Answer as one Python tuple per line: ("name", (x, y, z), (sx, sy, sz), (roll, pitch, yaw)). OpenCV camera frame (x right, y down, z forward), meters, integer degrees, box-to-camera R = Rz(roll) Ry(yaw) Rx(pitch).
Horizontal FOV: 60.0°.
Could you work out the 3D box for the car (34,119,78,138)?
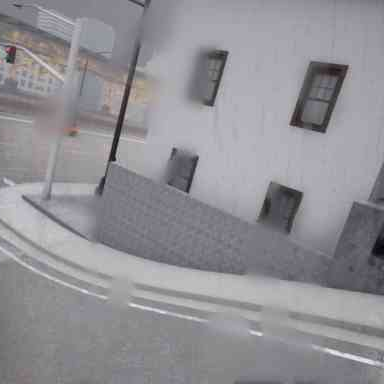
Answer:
("car", (-15.081, -7.331, 37.182), (2.097, 1.767, 4.553), (24, 13, 34))
